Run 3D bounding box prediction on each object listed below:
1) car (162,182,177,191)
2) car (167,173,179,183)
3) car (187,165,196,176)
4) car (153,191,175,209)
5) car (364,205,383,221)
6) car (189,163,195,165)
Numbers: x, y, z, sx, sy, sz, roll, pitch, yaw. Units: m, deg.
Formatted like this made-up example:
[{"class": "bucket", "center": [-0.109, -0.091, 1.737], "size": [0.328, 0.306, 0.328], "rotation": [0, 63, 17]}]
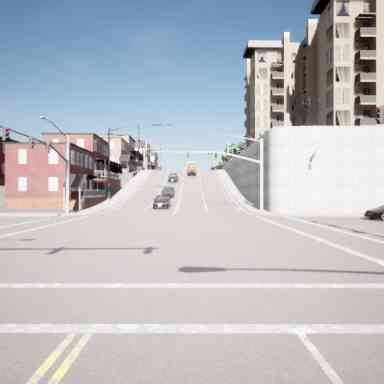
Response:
[{"class": "car", "center": [-3.633, -0.050, 50.646], "size": [2.033, 1.411, 5.357], "rotation": [0, 9, 0]}, {"class": "car", "center": [-3.610, -2.758, 63.763], "size": [2.128, 1.511, 4.902], "rotation": [0, 12, 0]}, {"class": "car", "center": [-0.074, -4.331, 71.519], "size": [1.895, 1.301, 4.718], "rotation": [0, 12, 0]}, {"class": "car", "center": [-3.630, 1.132, 40.257], "size": [2.128, 1.511, 4.902], "rotation": [0, 4, 0]}, {"class": "car", "center": [16.101, 1.571, 26.522], "size": [4.181, 1.385, 1.994], "rotation": [0, 0, -1]}, {"class": "car", "center": [-0.085, -6.249, 81.388], "size": [2.097, 1.767, 4.553], "rotation": [0, 5, 0]}]
